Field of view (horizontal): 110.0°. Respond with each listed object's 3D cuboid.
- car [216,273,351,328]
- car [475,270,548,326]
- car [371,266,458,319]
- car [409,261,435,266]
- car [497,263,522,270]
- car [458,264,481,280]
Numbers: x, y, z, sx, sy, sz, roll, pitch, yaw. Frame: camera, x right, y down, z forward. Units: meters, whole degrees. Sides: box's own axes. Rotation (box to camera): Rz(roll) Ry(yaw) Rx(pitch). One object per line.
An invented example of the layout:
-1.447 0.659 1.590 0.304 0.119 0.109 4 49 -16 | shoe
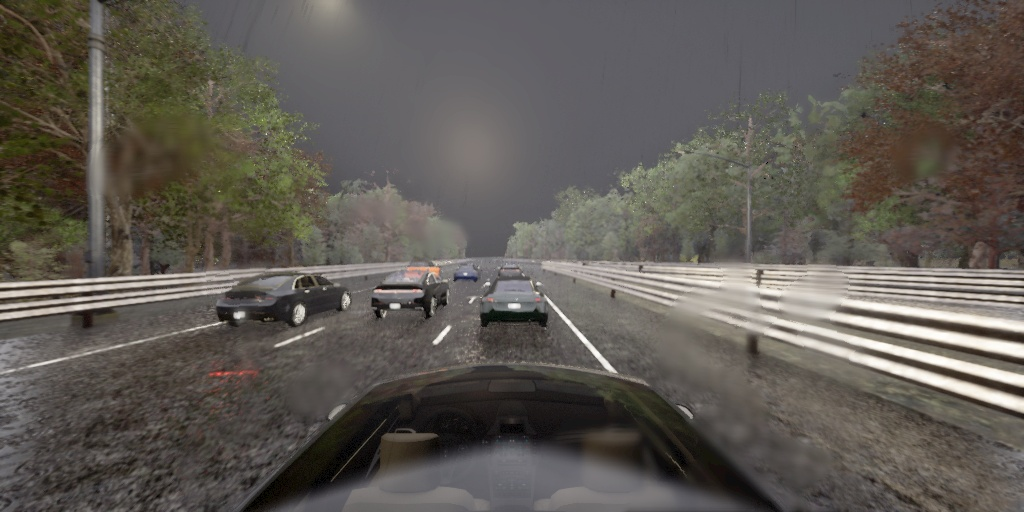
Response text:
-6.948 1.280 11.555 1.837 1.490 4.892 0 0 0 | car
0.049 1.338 11.761 1.994 1.385 4.181 0 0 0 | car
-3.459 1.269 12.985 2.128 1.511 4.902 0 0 0 | car
-7.179 1.176 29.241 2.097 1.767 4.553 0 0 -1 | car
-0.179 1.314 29.391 2.128 1.511 4.902 0 0 -1 | car
-3.696 1.390 30.205 1.994 1.385 4.181 0 0 -1 | car
